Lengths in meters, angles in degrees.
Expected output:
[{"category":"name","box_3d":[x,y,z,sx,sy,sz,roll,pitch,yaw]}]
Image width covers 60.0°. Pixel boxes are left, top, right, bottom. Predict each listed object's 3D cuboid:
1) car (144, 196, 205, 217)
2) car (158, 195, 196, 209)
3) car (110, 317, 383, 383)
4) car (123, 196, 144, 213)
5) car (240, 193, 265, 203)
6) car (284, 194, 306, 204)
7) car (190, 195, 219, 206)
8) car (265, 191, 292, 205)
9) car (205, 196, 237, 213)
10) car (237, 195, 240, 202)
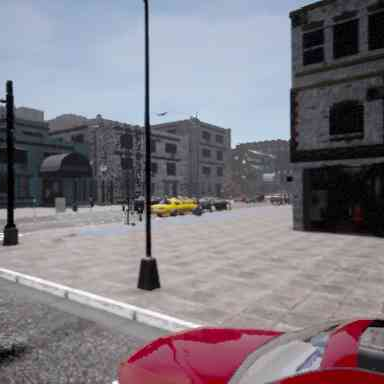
[{"category":"car","box_3d":[-1.242,1.134,25.869,1.752,1.417,4.829,0,0,36]},{"category":"car","box_3d":[-1.698,1.124,39.474,1.752,1.417,4.829,0,0,36]},{"category":"car","box_3d":[1.212,1.581,2.178,4.206,1.307,1.802,0,-1,36]},{"category":"car","box_3d":[-4.363,1.137,31.429,2.128,1.511,4.902,-1,0,36]},{"category":"car","box_3d":[9.551,0.952,50.396,1.812,1.442,4.674,-1,0,37]},{"category":"car","box_3d":[14.947,0.935,48.092,1.802,1.307,4.206,0,0,36]},{"category":"car","box_3d":[1.660,1.128,44.084,1.802,1.307,4.206,0,0,36]},{"category":"car","box_3d":[11.689,0.955,43.620,2.008,1.369,4.403,0,0,36]},{"category":"car","box_3d":[1.916,1.109,30.204,2.008,1.369,4.403,0,0,36]},{"category":"car","box_3d":[8.176,1.025,53.029,1.802,1.307,4.206,0,0,36]}]
